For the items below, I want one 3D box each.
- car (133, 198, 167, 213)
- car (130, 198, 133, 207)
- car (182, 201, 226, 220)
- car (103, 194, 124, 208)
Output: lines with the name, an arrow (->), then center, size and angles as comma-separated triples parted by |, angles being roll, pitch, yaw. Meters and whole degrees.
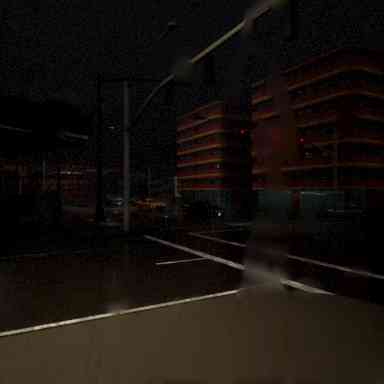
car -> -4.558, 1.478, 37.333 | 1.882, 1.535, 5.008 | 0, 0, -31
car -> -9.172, 1.601, 52.470 | 1.895, 1.301, 4.718 | 0, 0, -30
car -> 0.897, 1.491, 28.056 | 2.128, 1.511, 4.902 | 0, 0, -30
car -> -11.390, 1.492, 48.974 | 2.128, 1.511, 4.902 | 0, 0, -30
